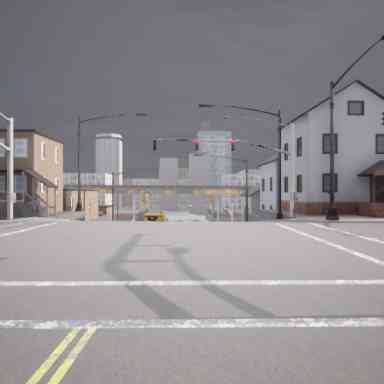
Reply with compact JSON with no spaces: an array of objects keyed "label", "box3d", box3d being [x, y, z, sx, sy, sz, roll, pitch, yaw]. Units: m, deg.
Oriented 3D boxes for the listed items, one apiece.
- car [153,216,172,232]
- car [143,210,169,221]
[{"label":"car","box3d":[-3.768,4.267,43.709,2.128,1.511,4.902,0,-13,-1]},{"label":"car","box3d":[-3.664,2.560,33.487,1.882,1.535,5.008,0,-9,1]}]
